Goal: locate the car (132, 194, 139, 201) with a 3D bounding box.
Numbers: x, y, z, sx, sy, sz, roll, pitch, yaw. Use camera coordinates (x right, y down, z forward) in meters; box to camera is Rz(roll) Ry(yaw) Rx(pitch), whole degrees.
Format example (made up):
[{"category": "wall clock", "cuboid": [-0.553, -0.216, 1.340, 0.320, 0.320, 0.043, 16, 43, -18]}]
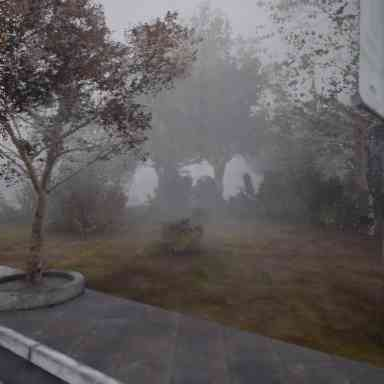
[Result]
[{"category": "car", "cuboid": [-12.783, 1.161, 66.953, 1.837, 1.490, 4.892, 1, 0, 32]}]
